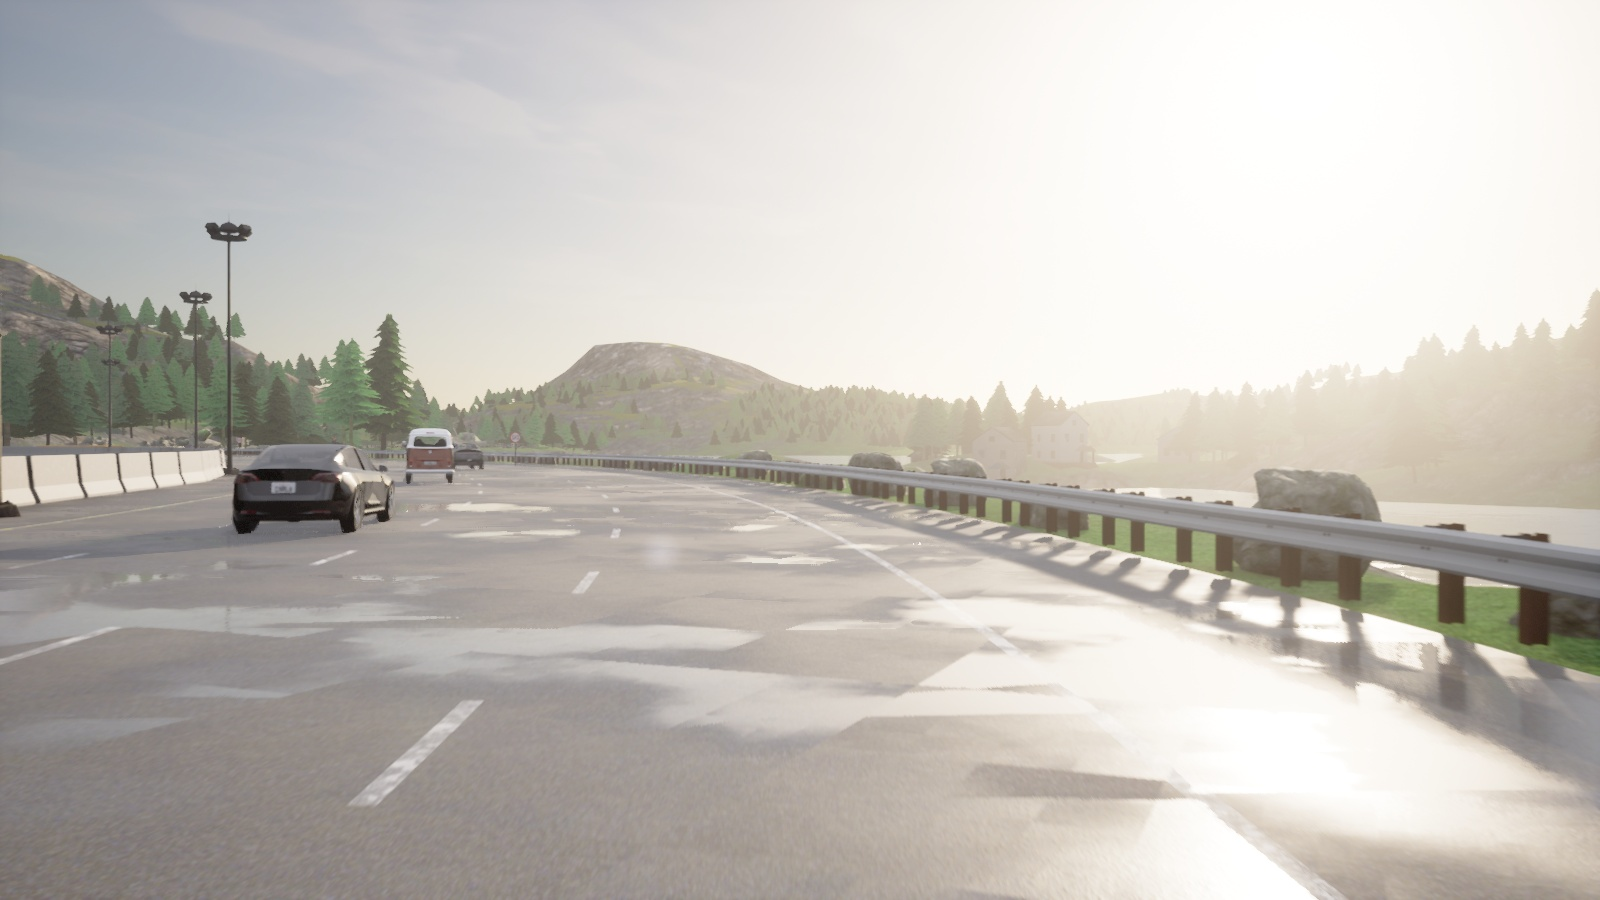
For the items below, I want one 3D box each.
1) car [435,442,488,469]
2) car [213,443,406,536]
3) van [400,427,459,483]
[{"bbox_3d":[-19.203,0.287,71.113,2.128,1.511,4.902,0,0,-25],"label":"car"},{"bbox_3d":[-8.585,0.613,22.487,2.163,1.488,4.792,0,0,-8],"label":"car"},{"bbox_3d":[-14.344,0.185,48.539,2.069,2.038,4.480,0,0,-17],"label":"van"}]
